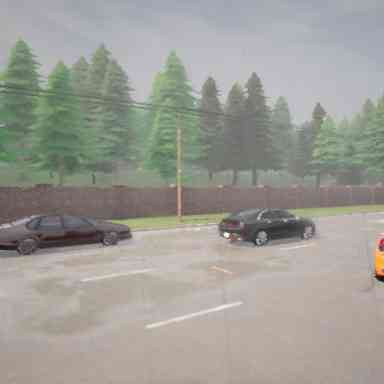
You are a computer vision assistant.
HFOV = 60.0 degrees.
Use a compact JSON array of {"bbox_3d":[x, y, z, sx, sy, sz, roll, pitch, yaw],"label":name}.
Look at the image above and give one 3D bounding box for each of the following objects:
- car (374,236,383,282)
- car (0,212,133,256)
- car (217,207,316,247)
[{"bbox_3d":[6.517,1.270,8.165,4.553,1.767,2.097,0,0,-34],"label":"car"},{"bbox_3d":[-5.084,1.500,12.967,5.357,1.411,2.033,-1,0,-34],"label":"car"},{"bbox_3d":[3.353,1.405,14.479,4.892,1.490,1.837,-1,1,-34],"label":"car"}]
